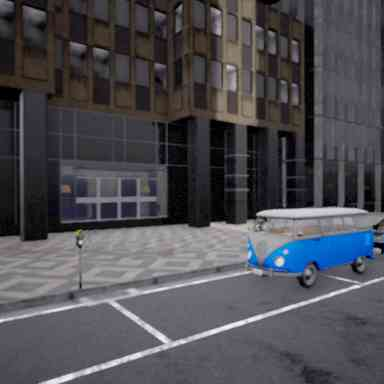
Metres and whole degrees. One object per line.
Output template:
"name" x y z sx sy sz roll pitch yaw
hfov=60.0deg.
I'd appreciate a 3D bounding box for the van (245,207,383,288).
"van" 3.242 1.332 8.957 3.998 1.788 1.690 0 0 -35
